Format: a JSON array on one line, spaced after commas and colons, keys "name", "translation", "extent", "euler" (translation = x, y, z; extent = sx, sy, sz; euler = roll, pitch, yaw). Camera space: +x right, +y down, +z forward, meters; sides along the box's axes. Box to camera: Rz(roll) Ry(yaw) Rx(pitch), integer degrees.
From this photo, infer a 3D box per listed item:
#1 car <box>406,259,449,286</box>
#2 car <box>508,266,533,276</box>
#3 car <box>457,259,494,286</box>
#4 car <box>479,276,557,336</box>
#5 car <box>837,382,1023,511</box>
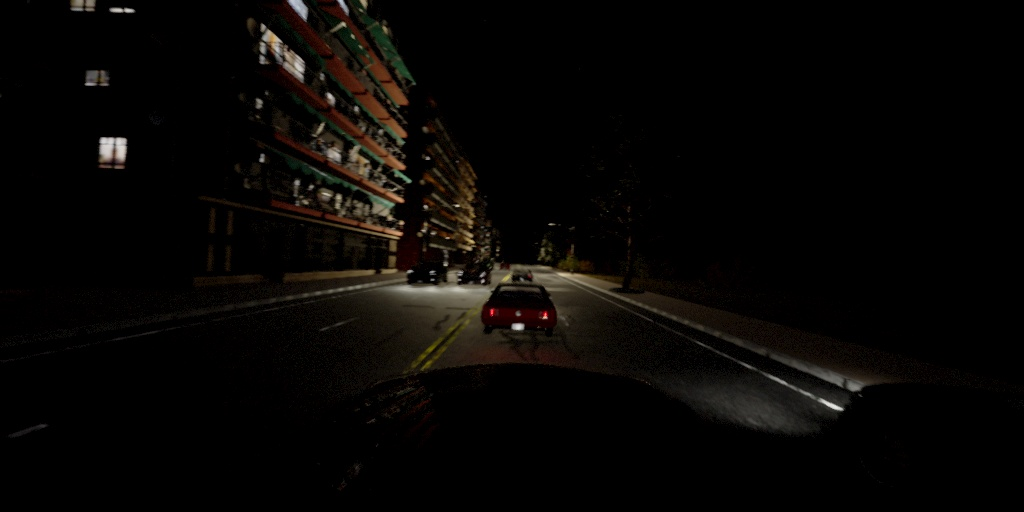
[{"name": "car", "translation": [-5.982, 1.126, 25.871], "extent": [2.097, 1.767, 4.553], "euler": [2, -1, 2]}, {"name": "car", "translation": [0.925, 1.753, 32.808], "extent": [1.895, 1.301, 4.718], "euler": [2, -1, 2]}, {"name": "car", "translation": [-2.711, 1.275, 26.577], "extent": [2.097, 1.767, 4.553], "euler": [2, -1, 2]}, {"name": "car", "translation": [0.233, 1.469, 10.984], "extent": [1.895, 1.301, 4.718], "euler": [2, -1, 2]}, {"name": "car", "translation": [4.228, 1.457, 1.705], "extent": [1.812, 1.442, 4.674], "euler": [2, -1, 2]}]
